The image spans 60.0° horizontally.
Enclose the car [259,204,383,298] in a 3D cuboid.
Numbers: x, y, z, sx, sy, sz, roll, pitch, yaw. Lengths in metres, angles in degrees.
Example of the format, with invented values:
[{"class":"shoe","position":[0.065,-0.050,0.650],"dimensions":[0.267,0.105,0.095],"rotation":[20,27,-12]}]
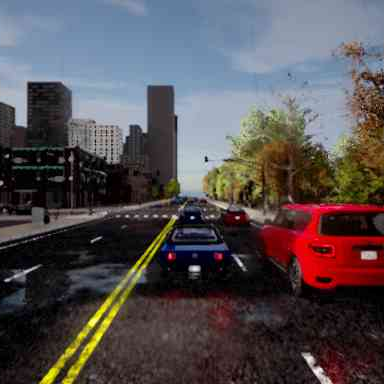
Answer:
[{"class":"car","position":[3.326,1.318,8.946],"dimensions":[2.150,2.045,5.566],"rotation":[0,-1,0]}]

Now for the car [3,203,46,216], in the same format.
[{"class":"car","position":[-20.069,2.264,40.725],"dimensions":[4.313,1.339,1.947],"rotation":[-1,1,0]}]

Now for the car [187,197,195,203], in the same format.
[{"class":"car","position":[-0.263,2.500,91.218],"dimensions":[2.033,1.411,5.357],"rotation":[0,-1,0]}]

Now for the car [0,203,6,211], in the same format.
[{"class":"car","position":[-28.426,2.356,49.212],"dimensions":[4.403,1.369,2.008],"rotation":[-1,1,0]}]

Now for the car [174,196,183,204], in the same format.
[{"class":"car","position":[-3.494,2.137,85.576],"dimensions":[2.150,2.045,5.566],"rotation":[0,-1,0]}]

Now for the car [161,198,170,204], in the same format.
[{"class":"car","position":[-6.744,2.269,85.626],"dimensions":[2.097,1.767,4.553],"rotation":[0,-1,0]}]

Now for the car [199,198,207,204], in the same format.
[{"class":"car","position":[2.986,2.319,91.616],"dimensions":[2.097,1.767,4.553],"rotation":[0,-1,0]}]

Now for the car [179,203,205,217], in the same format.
[{"class":"car","position":[0.030,1.844,25.975],"dimensions":[1.994,1.385,4.181],"rotation":[0,-1,0]}]

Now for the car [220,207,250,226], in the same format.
[{"class":"car","position":[3.279,1.842,25.913],"dimensions":[1.994,1.385,4.181],"rotation":[0,-1,0]}]

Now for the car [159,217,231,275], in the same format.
[{"class":"car","position":[0.072,1.719,10.841],"dimensions":[1.895,1.301,4.718],"rotation":[0,-1,0]}]
